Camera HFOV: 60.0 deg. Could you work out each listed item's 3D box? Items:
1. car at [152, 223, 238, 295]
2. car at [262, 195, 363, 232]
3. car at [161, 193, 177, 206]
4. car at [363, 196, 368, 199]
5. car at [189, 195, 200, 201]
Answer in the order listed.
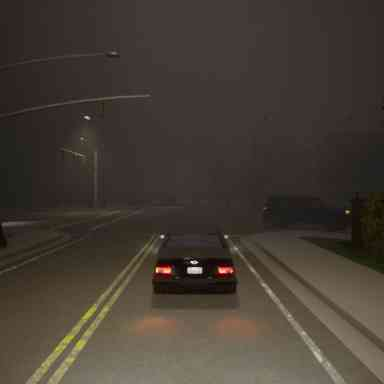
[{"bbox_3d":[0.060,1.544,8.872,2.033,1.411,5.357,0,0,0],"label":"car"},{"bbox_3d":[7.124,1.211,20.401,5.566,2.045,2.150,0,0,33],"label":"car"},{"bbox_3d":[-3.681,1.202,53.907,2.150,2.045,5.566,0,0,0],"label":"car"},{"bbox_3d":[20.156,1.292,38.780,4.553,1.767,2.097,0,0,-1],"label":"car"},{"bbox_3d":[0.611,1.496,78.885,1.812,1.442,4.674,0,0,12],"label":"car"}]
